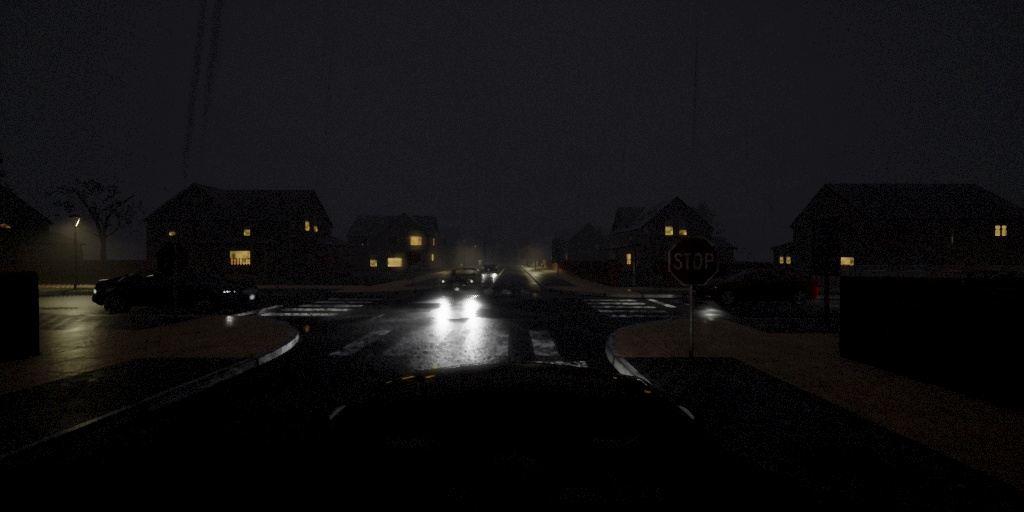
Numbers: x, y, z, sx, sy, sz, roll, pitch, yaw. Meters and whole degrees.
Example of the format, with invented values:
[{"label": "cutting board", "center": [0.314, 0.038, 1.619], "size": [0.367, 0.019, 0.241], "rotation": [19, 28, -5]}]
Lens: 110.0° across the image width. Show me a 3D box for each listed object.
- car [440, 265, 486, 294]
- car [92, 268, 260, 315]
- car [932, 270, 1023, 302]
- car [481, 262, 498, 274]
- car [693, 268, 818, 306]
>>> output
[{"label": "car", "center": [-2.738, 1.364, 20.125], "size": [1.895, 1.301, 4.718], "rotation": [0, 0, 0]}, {"label": "car", "center": [-11.791, 1.202, 12.801], "size": [4.902, 1.511, 2.128], "rotation": [0, 0, -2]}, {"label": "car", "center": [20.770, 1.370, 15.768], "size": [4.902, 1.511, 2.128], "rotation": [0, 0, 0]}, {"label": "car", "center": [-2.721, 1.407, 43.413], "size": [1.994, 1.385, 4.181], "rotation": [0, 0, 0]}, {"label": "car", "center": [10.473, 1.295, 15.710], "size": [5.008, 1.535, 1.882], "rotation": [0, 0, -2]}]
